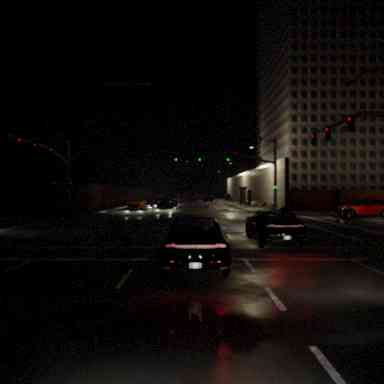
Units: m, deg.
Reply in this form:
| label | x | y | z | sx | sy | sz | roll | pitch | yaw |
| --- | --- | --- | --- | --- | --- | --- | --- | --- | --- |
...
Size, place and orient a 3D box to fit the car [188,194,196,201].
| label | x | y | z | sx | sy | sz | roll | pitch | yaw |
| --- | --- | --- | --- | --- | --- | --- | --- | --- | --- |
| car | 0.003 | 1.313 | 82.839 | 1.837 | 1.490 | 4.892 | 0 | 0 | 0 |

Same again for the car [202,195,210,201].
| label | x | y | z | sx | sy | sz | roll | pitch | yaw |
| --- | --- | --- | --- | --- | --- | --- | --- | --- | --- |
| car | 3.503 | 1.485 | 82.934 | 1.837 | 1.490 | 4.892 | 0 | 0 | 0 |

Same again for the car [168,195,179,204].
| label | x | y | z | sx | sy | sz | roll | pitch | yaw |
| --- | --- | --- | --- | --- | --- | --- | --- | --- | --- |
| car | -3.498 | 1.466 | 64.946 | 1.882 | 1.535 | 5.008 | 0 | 0 | 0 |

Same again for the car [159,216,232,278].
| label | x | y | z | sx | sy | sz | roll | pitch | yaw |
| --- | --- | --- | --- | --- | --- | --- | --- | --- | --- |
| car | 0.090 | 1.489 | 10.137 | 2.128 | 1.511 | 4.902 | 0 | 0 | 0 |

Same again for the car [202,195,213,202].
| label | x | y | z | sx | sy | sz | roll | pitch | yaw |
| --- | --- | --- | --- | --- | --- | --- | --- | --- | --- |
| car | 3.502 | 1.511 | 72.628 | 1.812 | 1.442 | 4.674 | 0 | 0 | 0 |

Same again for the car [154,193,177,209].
| label | x | y | z | sx | sy | sz | roll | pitch | yaw |
| --- | --- | --- | --- | --- | --- | --- | --- | --- | --- |
| car | -3.584 | 1.344 | 45.209 | 2.097 | 1.767 | 4.553 | 0 | 0 | 0 |

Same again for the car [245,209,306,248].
| label | x | y | z | sx | sy | sz | roll | pitch | yaw |
| --- | --- | --- | --- | --- | --- | --- | --- | --- | --- |
| car | 3.597 | 1.517 | 14.962 | 2.128 | 1.511 | 4.902 | 0 | 0 | 0 |

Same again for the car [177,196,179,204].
| label | x | y | z | sx | sy | sz | roll | pitch | yaw |
| --- | --- | --- | --- | --- | --- | --- | --- | --- | --- |
| car | -3.560 | 1.212 | 54.798 | 2.150 | 2.045 | 5.566 | 0 | 0 | 0 |

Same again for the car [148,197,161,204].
| label | x | y | z | sx | sy | sz | roll | pitch | yaw |
| --- | --- | --- | --- | --- | --- | --- | --- | --- | --- |
| car | -6.998 | 1.590 | 62.583 | 1.895 | 1.301 | 4.718 | 0 | 0 | 1 |

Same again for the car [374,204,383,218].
| label | x | y | z | sx | sy | sz | roll | pitch | yaw |
| --- | --- | --- | --- | --- | --- | --- | --- | --- | --- |
| car | 3.600 | 1.221 | 1.794 | 2.150 | 2.045 | 5.566 | 0 | 0 | 0 |

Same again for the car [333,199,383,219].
| label | x | y | z | sx | sy | sz | roll | pitch | yaw |
| --- | --- | --- | --- | --- | --- | --- | --- | --- | --- |
| car | 15.034 | 1.401 | 29.552 | 4.553 | 1.767 | 2.097 | 0 | 0 | 0 |

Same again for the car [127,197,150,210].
| label | x | y | z | sx | sy | sz | roll | pitch | yaw |
| --- | --- | --- | --- | --- | --- | --- | --- | --- | --- |
| car | -7.090 | 1.470 | 43.098 | 1.882 | 1.535 | 5.008 | 0 | 0 | 0 |

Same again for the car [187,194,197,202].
| label | x | y | z | sx | sy | sz | roll | pitch | yaw |
| --- | --- | --- | --- | --- | --- | --- | --- | --- | --- |
| car | 0.002 | 1.334 | 72.586 | 2.097 | 1.767 | 4.553 | 0 | 0 | 0 |

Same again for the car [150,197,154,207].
| label | x | y | z | sx | sy | sz | roll | pitch | yaw |
| --- | --- | --- | --- | --- | --- | --- | --- | --- | --- |
| car | -7.078 | 1.468 | 52.420 | 1.882 | 1.535 | 5.008 | 0 | 0 | 0 |
